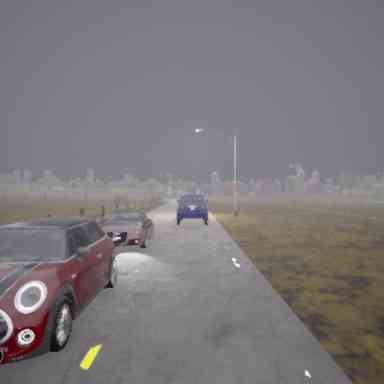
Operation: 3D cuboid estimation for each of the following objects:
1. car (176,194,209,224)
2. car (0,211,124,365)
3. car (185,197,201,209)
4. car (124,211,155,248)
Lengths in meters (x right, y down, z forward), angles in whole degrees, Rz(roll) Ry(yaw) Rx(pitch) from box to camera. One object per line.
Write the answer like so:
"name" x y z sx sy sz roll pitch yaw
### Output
"car" 0.047 1.136 24.121 2.150 2.045 5.566 0 0 1
"car" -2.842 1.328 6.122 2.097 1.767 4.553 0 0 0
"car" 0.085 1.424 43.416 1.994 1.385 4.181 0 0 0
"car" -2.752 1.510 14.222 1.994 1.385 4.181 0 0 0
